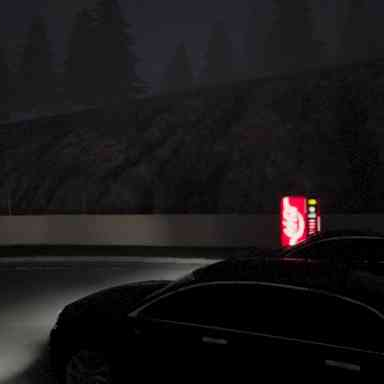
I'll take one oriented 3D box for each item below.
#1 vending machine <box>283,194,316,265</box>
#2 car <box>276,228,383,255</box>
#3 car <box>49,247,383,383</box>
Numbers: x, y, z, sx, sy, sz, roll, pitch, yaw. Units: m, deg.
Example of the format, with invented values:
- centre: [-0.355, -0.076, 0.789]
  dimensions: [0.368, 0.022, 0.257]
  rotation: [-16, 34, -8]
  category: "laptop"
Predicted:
- centre: [3.432, 1.122, 10.548]
  dimensions: [0.880, 2.100, 1.100]
  rotation: [-1, 0, 23]
  category: "vending machine"
- centre: [2.908, 1.446, 6.195]
  dimensions: [4.892, 1.490, 1.837]
  rotation: [-1, -2, 30]
  category: "car"
- centre: [0.636, 1.484, 3.532]
  dimensions: [4.892, 1.490, 1.837]
  rotation: [-1, -2, 28]
  category: "car"
